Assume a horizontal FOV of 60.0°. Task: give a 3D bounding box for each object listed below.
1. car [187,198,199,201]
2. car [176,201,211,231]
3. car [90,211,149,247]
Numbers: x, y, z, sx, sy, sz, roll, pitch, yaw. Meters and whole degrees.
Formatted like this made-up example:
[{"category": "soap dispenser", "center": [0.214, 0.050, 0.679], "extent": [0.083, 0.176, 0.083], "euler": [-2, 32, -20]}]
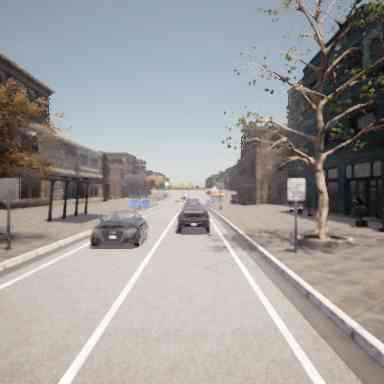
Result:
[{"category": "car", "center": [0.106, 1.477, 39.544], "extent": [2.097, 1.767, 4.553], "euler": [0, -1, 0]}, {"category": "car", "center": [0.104, 1.502, 20.353], "extent": [1.837, 1.490, 4.892], "euler": [0, 0, 0]}, {"category": "car", "center": [-3.098, 1.562, 14.931], "extent": [1.994, 1.385, 4.181], "euler": [0, 0, 0]}]
